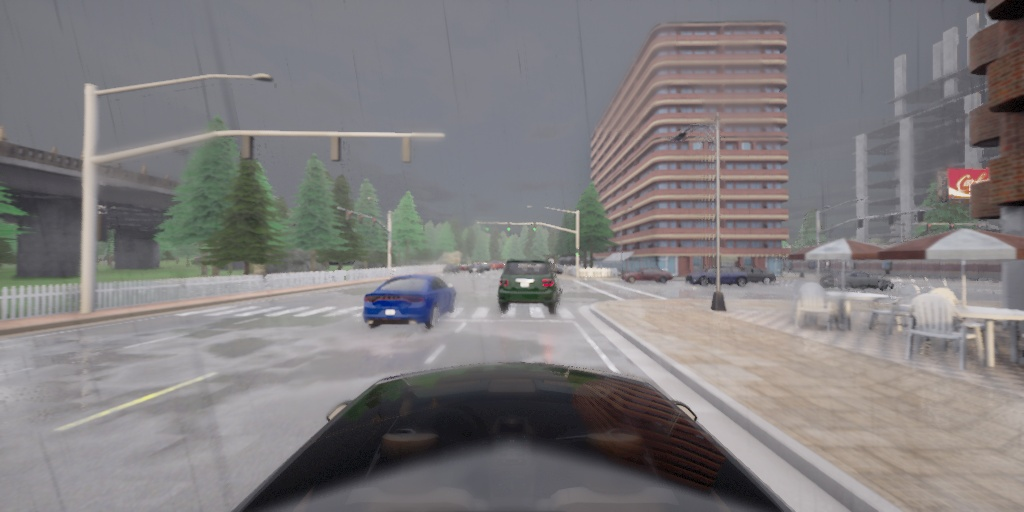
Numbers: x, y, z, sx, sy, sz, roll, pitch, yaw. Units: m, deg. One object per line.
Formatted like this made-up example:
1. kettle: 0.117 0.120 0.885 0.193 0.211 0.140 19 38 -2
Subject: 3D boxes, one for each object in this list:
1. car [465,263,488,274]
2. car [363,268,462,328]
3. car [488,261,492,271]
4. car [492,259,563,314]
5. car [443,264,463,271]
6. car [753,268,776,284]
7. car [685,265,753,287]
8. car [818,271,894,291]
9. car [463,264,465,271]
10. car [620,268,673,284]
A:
1. car: -5.416 1.931 55.334 2.128 1.511 4.902 0 -1 2
2. car: -3.126 1.349 11.926 1.882 1.535 5.008 0 0 2
3. car: -5.023 2.045 64.810 1.882 1.535 5.008 0 -1 3
4. car: 0.893 1.154 15.142 2.150 2.045 5.566 0 -1 10
5. car: -8.984 1.899 53.289 1.837 1.490 4.892 0 -1 2
6. car: 21.721 1.839 33.428 4.892 1.490 1.837 0 -1 2
7. car: 17.053 1.619 30.095 4.553 1.767 2.097 0 -1 2
8. car: 24.998 1.817 26.168 4.181 1.385 1.994 0 -1 2
9. car: -8.617 2.121 62.539 1.895 1.301 4.718 0 -1 3
10. car: 12.659 1.821 33.813 4.674 1.442 1.812 0 -1 4
